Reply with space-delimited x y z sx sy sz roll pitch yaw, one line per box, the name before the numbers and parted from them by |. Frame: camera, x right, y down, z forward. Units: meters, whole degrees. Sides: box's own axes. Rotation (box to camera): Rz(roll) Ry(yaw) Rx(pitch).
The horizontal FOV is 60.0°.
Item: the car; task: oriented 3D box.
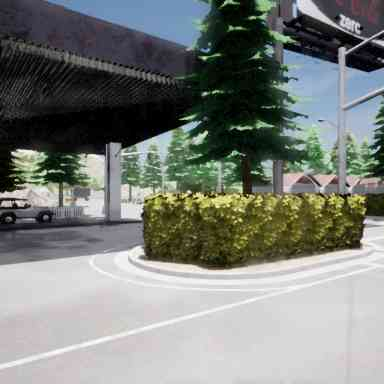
car | -11.918 1.313 23.516 3.866 1.878 1.905 0 0 -36
